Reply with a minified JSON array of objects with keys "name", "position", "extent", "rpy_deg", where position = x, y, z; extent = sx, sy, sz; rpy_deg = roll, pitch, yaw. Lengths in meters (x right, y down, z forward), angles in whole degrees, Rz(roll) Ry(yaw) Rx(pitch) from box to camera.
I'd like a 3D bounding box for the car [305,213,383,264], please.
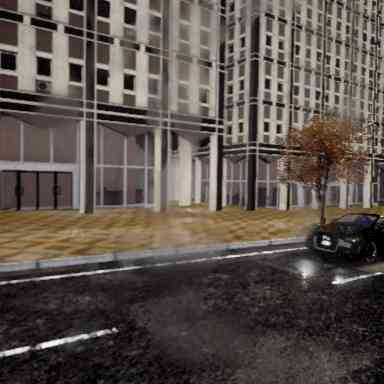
[{"name":"car","position":[5.853,1.426,11.364],"extent":[4.181,1.385,1.994],"rpy_deg":[1,2,-32]}]
